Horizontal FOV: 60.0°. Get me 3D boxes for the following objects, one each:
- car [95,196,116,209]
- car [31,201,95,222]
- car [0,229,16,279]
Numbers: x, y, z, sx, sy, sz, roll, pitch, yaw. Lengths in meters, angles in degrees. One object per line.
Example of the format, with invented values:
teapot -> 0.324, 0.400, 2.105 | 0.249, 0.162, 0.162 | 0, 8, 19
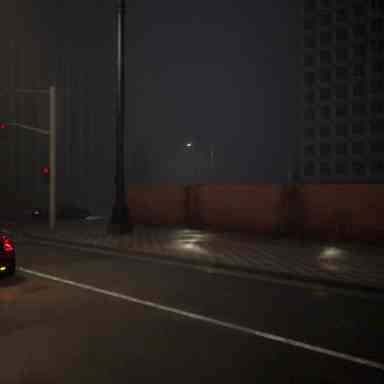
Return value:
car -> -10.609, 1.340, 43.201 | 2.128, 1.511, 4.902 | 0, 0, 35
car -> -9.963, 1.462, 25.429 | 1.994, 1.385, 4.181 | 0, 0, 34
car -> -6.595, 1.307, 8.650 | 4.553, 1.767, 2.097 | 0, 0, 36
